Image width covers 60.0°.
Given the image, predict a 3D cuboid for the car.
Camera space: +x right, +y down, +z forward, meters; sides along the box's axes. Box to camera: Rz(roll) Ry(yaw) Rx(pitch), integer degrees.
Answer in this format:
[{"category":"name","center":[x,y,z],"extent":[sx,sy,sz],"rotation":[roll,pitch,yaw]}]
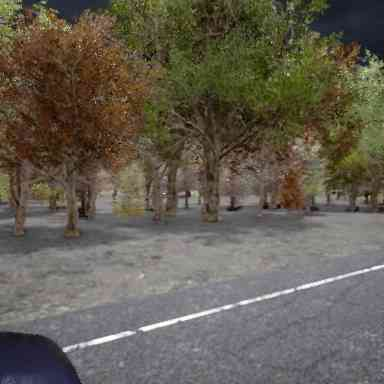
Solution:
[{"category":"car","center":[-2.695,1.562,1.828],"extent":[4.181,1.385,1.994],"rotation":[0,0,-35]}]
